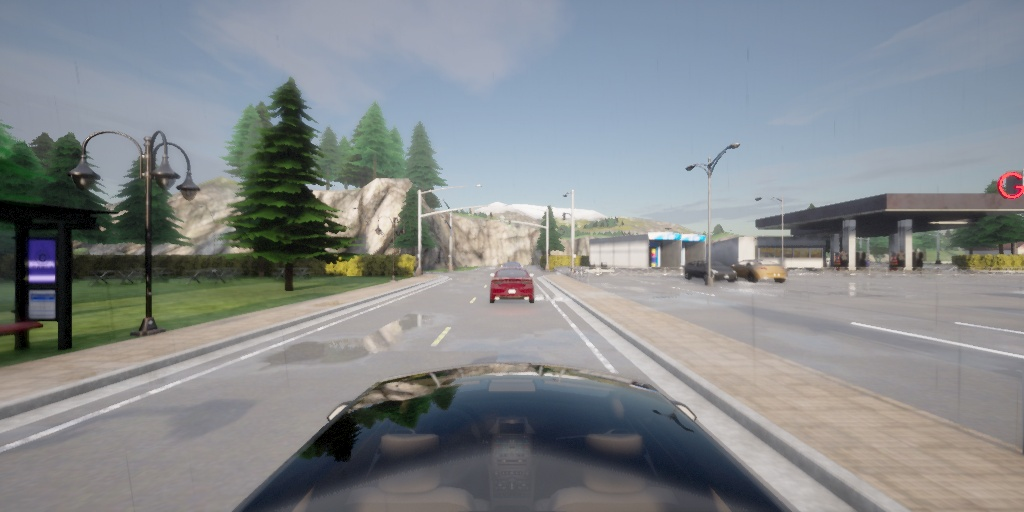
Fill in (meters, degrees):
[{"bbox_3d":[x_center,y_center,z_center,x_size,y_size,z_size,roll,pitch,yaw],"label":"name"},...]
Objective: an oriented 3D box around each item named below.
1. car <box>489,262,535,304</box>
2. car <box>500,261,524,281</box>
[{"bbox_3d":[0.000,1.233,16.500,1.882,1.535,5.008,0,0,0],"label":"car"},{"bbox_3d":[0.000,1.233,31.500,1.882,1.535,5.008,0,0,0],"label":"car"}]
